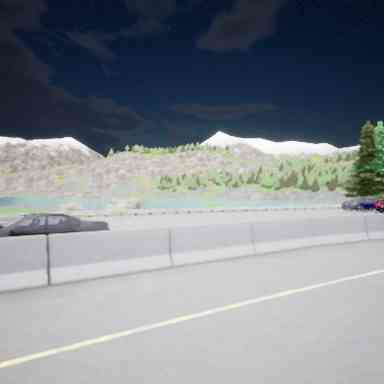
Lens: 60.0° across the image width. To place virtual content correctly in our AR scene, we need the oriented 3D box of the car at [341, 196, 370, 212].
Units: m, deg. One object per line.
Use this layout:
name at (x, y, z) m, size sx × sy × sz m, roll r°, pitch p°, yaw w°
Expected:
car at (19.192, 1.267, 37.659) m, size 4.553 × 1.767 × 2.097 m, roll 0°, pitch 0°, yaw -22°

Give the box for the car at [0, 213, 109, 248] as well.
car at (-5.808, 1.506, 12.629) m, size 5.357 × 1.411 × 2.033 m, roll 0°, pitch 0°, yaw -34°

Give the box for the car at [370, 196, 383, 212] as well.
car at (22.018, 1.145, 35.054) m, size 5.566 × 2.045 × 2.150 m, roll 0°, pitch 0°, yaw -21°
